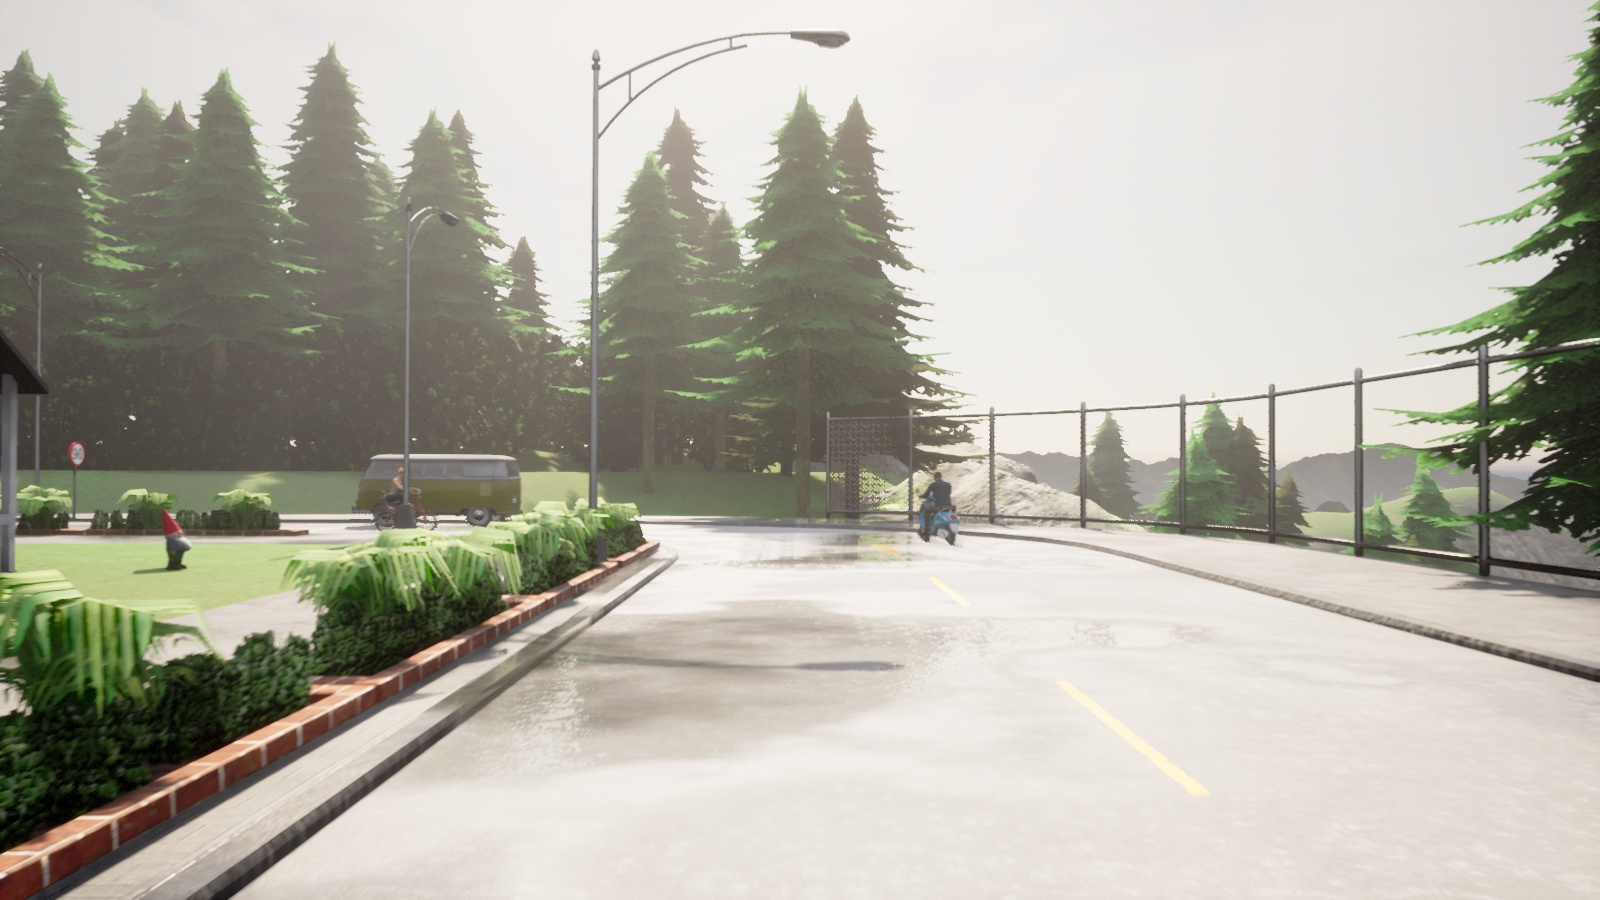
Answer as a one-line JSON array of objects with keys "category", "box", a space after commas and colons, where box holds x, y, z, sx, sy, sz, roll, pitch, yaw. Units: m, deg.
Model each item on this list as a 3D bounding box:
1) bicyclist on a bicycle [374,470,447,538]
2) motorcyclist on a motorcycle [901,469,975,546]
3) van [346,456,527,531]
[{"category": "bicyclist on a bicycle", "box": [-9.444, 1.299, 30.495, 1.509, 1.612, 0.866, 0, -1, 0]}, {"category": "motorcyclist on a motorcycle", "box": [2.967, 1.214, 27.264, 0.866, 1.590, 1.817, -1, -1, -19]}, {"category": "van", "box": [-9.927, 1.184, 34.474, 4.442, 1.987, 1.775, 0, -1, 2]}]
